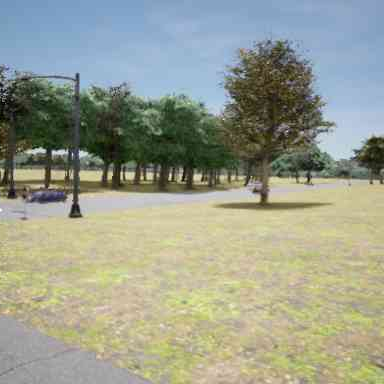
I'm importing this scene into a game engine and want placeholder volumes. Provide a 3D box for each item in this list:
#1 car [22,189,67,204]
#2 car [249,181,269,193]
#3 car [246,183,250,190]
[{"bbox_3d":[-15.882,0.445,35.934,1.812,1.442,4.674,4,5,35],"label":"car"},{"bbox_3d":[13.888,-0.649,66.906,2.097,1.767,4.553,4,4,30],"label":"car"},{"bbox_3d":[14.793,-1.462,78.690,2.150,2.045,5.566,4,4,35],"label":"car"}]
